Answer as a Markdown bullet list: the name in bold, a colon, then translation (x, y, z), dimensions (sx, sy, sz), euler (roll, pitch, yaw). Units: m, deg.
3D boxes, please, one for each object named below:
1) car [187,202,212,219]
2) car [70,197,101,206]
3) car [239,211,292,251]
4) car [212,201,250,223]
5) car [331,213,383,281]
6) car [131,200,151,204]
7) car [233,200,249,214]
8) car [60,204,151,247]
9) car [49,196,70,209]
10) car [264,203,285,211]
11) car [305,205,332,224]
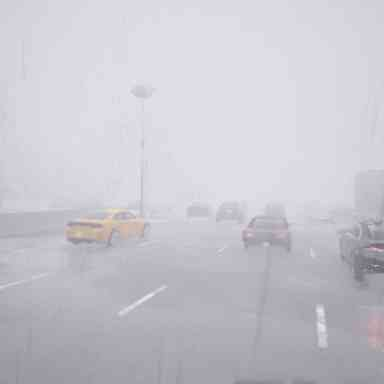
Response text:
- **car**: translation (0.909, 1.697, 32.451), dimensions (1.882, 1.535, 5.008), euler (1, 0, 13)
- **car**: translation (-14.361, 1.468, 46.131), dimensions (2.097, 1.767, 4.553), euler (1, 0, 9)
- **car**: translation (3.525, 1.739, 14.914), dimensions (1.895, 1.301, 4.718), euler (1, 0, 17)
- **car**: translation (3.348, 1.570, 27.581), dimensions (2.097, 1.767, 4.553), euler (1, 0, 14)
- **car**: translation (5.593, 1.623, 9.915), dimensions (2.128, 1.511, 4.902), euler (1, 0, 19)
- **car**: translation (-7.223, 1.809, 46.310), dimensions (1.895, 1.301, 4.718), euler (1, 0, 8)
- **car**: translation (6.181, 1.821, 41.529), dimensions (1.882, 1.535, 5.008), euler (1, 0, 10)
- **car**: translation (-3.656, 1.530, 15.437), dimensions (1.882, 1.535, 5.008), euler (1, 0, 18)
- **car**: translation (-17.858, 1.426, 46.449), dimensions (2.097, 1.767, 4.553), euler (1, 0, 10)
- **car**: translation (8.177, 1.791, 32.999), dimensions (1.882, 1.535, 5.008), euler (1, 0, 12)
- **car**: translation (10.678, 1.839, 28.084), dimensions (1.812, 1.442, 4.674), euler (1, 0, 13)
